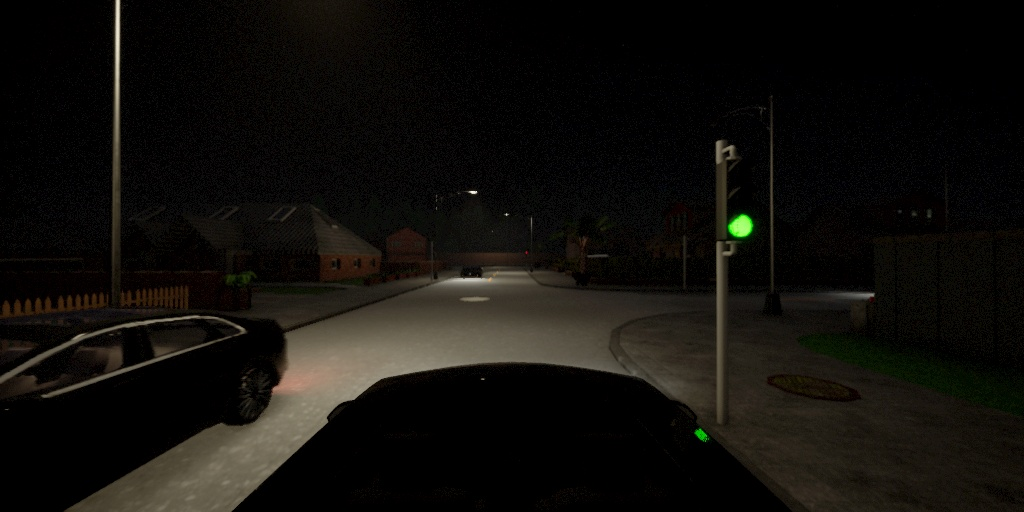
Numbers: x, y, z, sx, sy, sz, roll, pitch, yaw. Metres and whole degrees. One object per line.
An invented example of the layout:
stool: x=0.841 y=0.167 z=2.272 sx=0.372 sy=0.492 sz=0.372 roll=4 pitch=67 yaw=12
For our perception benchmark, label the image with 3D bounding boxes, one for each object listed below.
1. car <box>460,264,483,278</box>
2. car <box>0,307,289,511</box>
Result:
car: x=-4.000 y=1.513 z=36.089 sx=1.994 sy=1.385 sz=4.181 roll=0 pitch=0 yaw=0
car: x=-4.001 y=1.273 z=2.940 sx=2.128 sy=1.511 sz=4.902 roll=0 pitch=0 yaw=0
